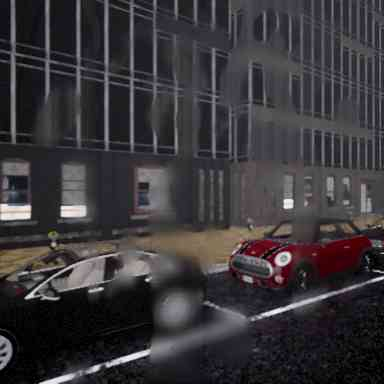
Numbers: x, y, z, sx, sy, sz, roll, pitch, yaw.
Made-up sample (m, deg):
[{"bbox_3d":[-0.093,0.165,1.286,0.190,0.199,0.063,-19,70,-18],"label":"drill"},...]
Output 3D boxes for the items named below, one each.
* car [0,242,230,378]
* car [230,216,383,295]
[{"bbox_3d":[-1.755,1.548,5.310,4.403,1.369,2.008,0,0,-36],"label":"car"},{"bbox_3d":[2.879,1.424,8.617,4.097,1.590,1.967,0,0,-36],"label":"car"}]
